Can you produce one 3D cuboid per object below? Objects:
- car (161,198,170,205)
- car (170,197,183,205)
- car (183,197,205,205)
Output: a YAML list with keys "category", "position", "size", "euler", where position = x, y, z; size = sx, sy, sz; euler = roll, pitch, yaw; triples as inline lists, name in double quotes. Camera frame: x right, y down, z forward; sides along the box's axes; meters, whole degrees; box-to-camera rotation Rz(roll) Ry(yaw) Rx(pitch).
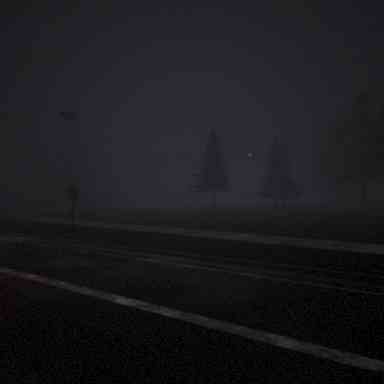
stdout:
- category: "car"
  position: [-4.934, 1.998, 74.483]
  size: [2.128, 1.511, 4.902]
  euler: [-1, 0, 35]
- category: "car"
  position: [-2.064, 1.935, 72.480]
  size: [1.837, 1.490, 4.892]
  euler: [-1, 0, 35]
- category: "car"
  position: [0.806, 1.874, 70.478]
  size: [1.882, 1.535, 5.008]
  euler: [-1, 0, 35]
